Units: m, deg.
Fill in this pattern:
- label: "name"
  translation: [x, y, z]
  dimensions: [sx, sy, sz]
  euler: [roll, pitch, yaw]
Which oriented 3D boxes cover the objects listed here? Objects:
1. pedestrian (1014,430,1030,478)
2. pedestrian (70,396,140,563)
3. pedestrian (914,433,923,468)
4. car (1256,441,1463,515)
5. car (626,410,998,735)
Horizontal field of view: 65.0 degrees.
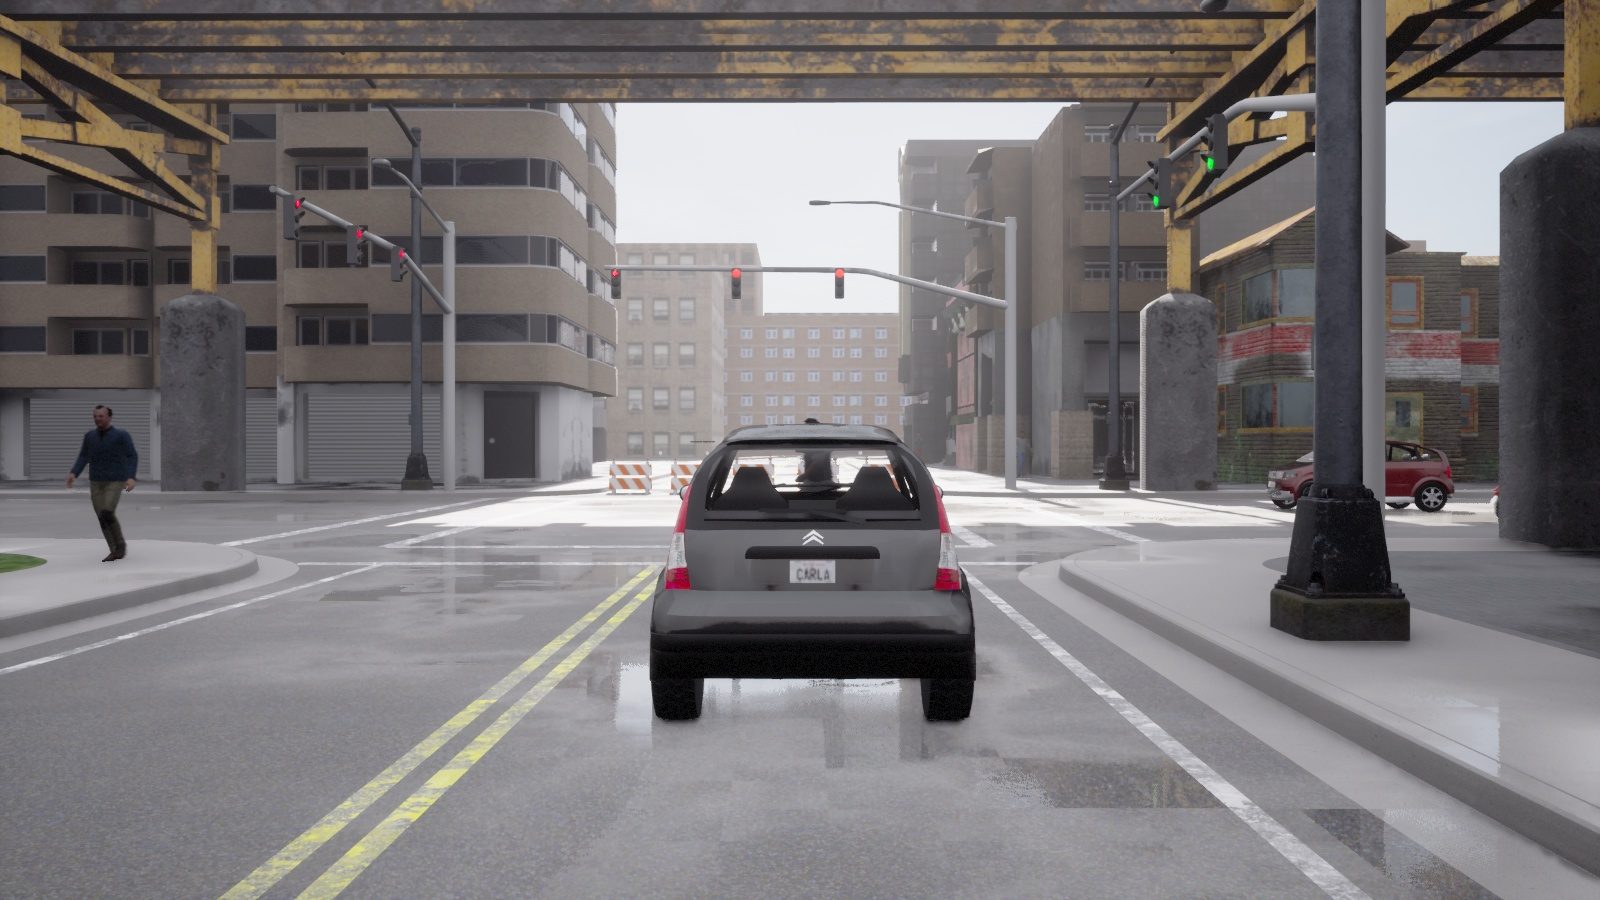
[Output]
- label: "pedestrian"
  translation: [8.477, 0.148, 47.915]
  dimensions: [0.354, 1.836, 0.706]
  euler: [0, 0, -13]
- label: "pedestrian"
  translation: [-7.839, 0.323, 14.179]
  dimensions: [0.402, 1.842, 0.726]
  euler: [0, 0, -2]
- label: "pedestrian"
  translation: [6.394, 0.034, 67.760]
  dimensions: [0.353, 1.847, 0.614]
  euler: [0, 0, -4]
- label: "car"
  translation: [12.146, 0.580, 27.426]
  dimensions: [3.705, 1.549, 1.789]
  euler: [0, 0, 0]
- label: "car"
  translation: [0.073, 0.598, 8.243]
  dimensions: [1.851, 1.617, 3.988]
  euler: [0, 0, 0]
